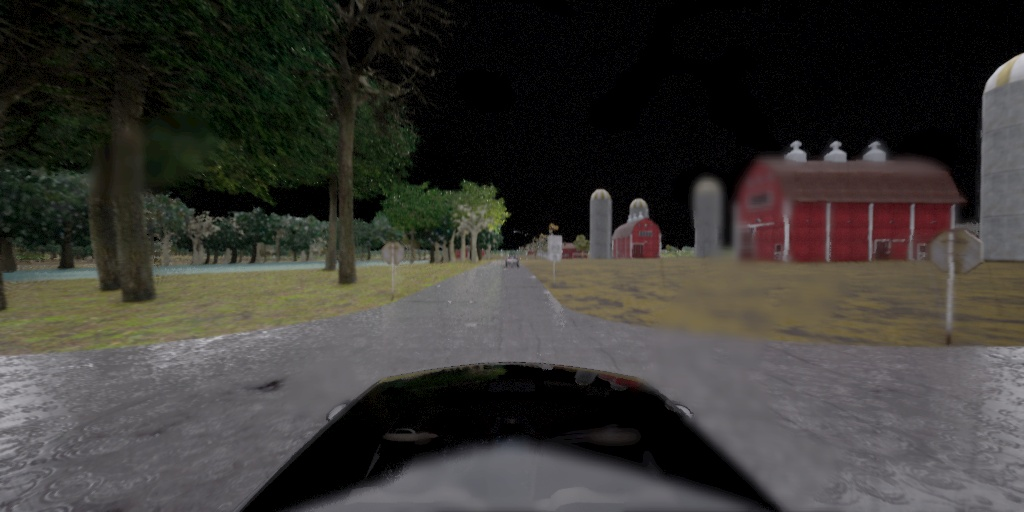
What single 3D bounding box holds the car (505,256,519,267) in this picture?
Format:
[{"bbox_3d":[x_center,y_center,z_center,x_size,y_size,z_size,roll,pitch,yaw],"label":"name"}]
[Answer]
[{"bbox_3d":[0.030,0.689,49.447,2.128,1.511,4.902,1,0,0],"label":"car"}]
